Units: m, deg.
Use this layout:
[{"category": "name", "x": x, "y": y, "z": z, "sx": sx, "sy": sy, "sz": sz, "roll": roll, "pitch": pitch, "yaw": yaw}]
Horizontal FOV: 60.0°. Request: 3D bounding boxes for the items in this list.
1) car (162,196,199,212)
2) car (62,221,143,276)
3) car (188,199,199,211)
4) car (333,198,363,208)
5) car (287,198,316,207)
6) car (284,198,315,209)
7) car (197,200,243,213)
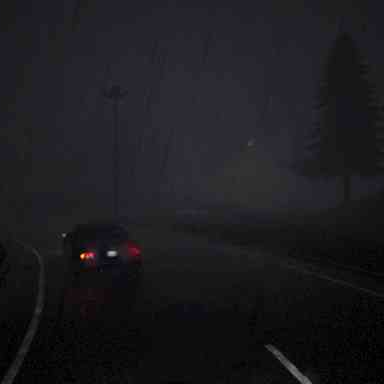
[{"category": "car", "x": -1.415, "y": 1.653, "z": 46.421, "sx": 5.566, "sy": 2.045, "sz": 2.150, "roll": -1, "pitch": 0, "yaw": -26}, {"category": "car", "x": -3.129, "y": 1.688, "z": 10.957, "sx": 2.033, "sy": 1.411, "sz": 5.357, "roll": -1, "pitch": -1, "yaw": -25}, {"category": "car", "x": 2.143, "y": 1.930, "z": 44.248, "sx": 4.181, "sy": 1.385, "sz": 1.994, "roll": -1, "pitch": -1, "yaw": -25}, {"category": "car", "x": 23.681, "y": 1.613, "z": 50.623, "sx": 5.008, "sy": 1.535, "sz": 1.882, "roll": 0, "pitch": -1, "yaw": -25}, {"category": "car", "x": 18.442, "y": 1.777, "z": 55.854, "sx": 4.674, "sy": 1.442, "sz": 1.812, "roll": 0, "pitch": -1, "yaw": -25}, {"category": "car", "x": 16.214, "y": 1.802, "z": 50.959, "sx": 4.181, "sy": 1.385, "sz": 1.994, "roll": 0, "pitch": -1, "yaw": -25}, {"category": "car", "x": 3.738, "y": 1.864, "z": 41.135, "sx": 5.357, "sy": 1.411, "sz": 2.033, "roll": -1, "pitch": -1, "yaw": -26}]
